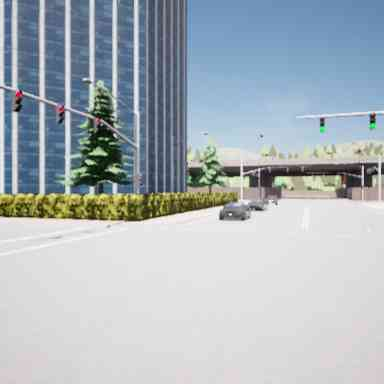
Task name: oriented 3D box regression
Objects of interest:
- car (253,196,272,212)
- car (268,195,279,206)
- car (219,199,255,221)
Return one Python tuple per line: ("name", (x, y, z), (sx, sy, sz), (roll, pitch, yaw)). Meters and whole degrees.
("car", (7.527, 1.473, 38.294), (2.033, 1.411, 5.357), (0, 0, 20))
("car", (12.700, 1.230, 52.835), (2.128, 1.511, 4.902), (0, 0, 19))
("car", (3.540, 1.513, 26.925), (1.994, 1.385, 4.181), (0, 0, 19))
